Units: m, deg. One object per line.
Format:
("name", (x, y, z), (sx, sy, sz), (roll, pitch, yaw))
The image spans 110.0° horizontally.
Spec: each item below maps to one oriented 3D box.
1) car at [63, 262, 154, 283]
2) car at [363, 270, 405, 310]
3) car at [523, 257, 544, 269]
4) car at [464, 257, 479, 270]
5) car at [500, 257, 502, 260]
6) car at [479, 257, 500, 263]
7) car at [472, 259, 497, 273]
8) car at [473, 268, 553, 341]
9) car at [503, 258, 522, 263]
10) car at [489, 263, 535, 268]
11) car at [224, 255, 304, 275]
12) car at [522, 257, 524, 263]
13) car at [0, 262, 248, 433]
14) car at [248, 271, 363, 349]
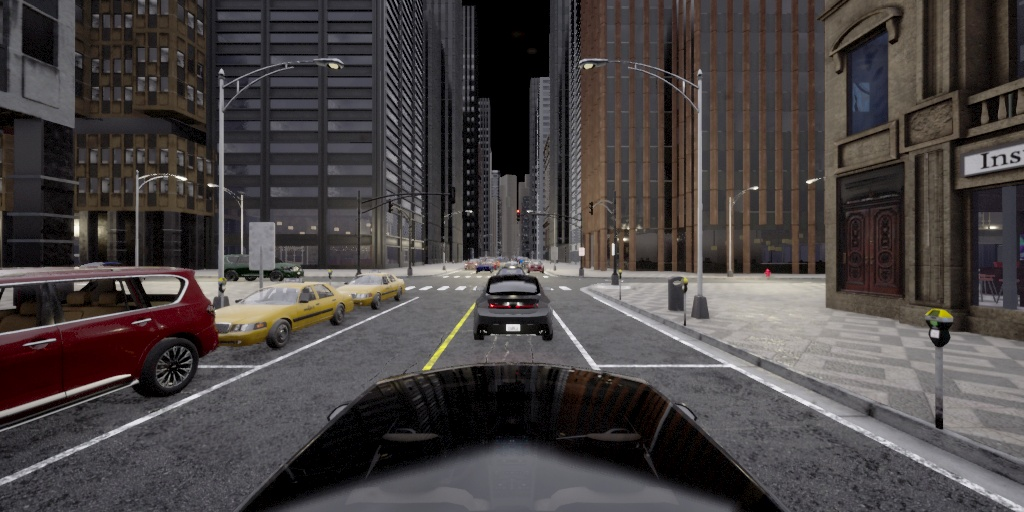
("car", (-29.753, 1.185, 26.532), (4.674, 1.442, 1.812), (0, 0, 0))
("car", (-5.792, 1.276, 14.817), (1.751, 1.417, 4.829), (0, 0, 0))
("car", (2.668, 1.196, 41.801), (1.967, 1.591, 4.097), (0, 0, 0))
("car", (-5.883, 1.199, 52.980), (1.967, 1.591, 4.097), (0, 0, 0))
("car", (-3.213, 1.115, 61.960), (2.097, 1.767, 4.553), (0, 0, 0))
("car", (-3.205, 1.111, 52.010), (2.097, 1.767, 4.553), (0, 0, 0))
("car", (-3.185, 1.357, 42.316), (1.895, 1.301, 4.718), (0, 0, 0))
("car", (0.037, 1.255, 9.909), (1.837, 1.490, 4.892), (0, 0, 0))
("car", (-0.024, 1.305, 47.699), (2.033, 1.411, 5.357), (0, 0, 0))
("car", (-0.043, 1.298, 20.238), (2.033, 1.411, 5.357), (0, 0, 0))
("car", (-18.582, 0.915, 26.652), (5.566, 2.045, 2.150), (0, 0, 1))
("car", (2.628, 1.312, 58.628), (2.007, 1.370, 4.403), (0, 0, 0))
("car", (-5.766, 1.065, 3.784), (2.192, 1.841, 5.009), (0, 0, 0))
("car", (-5.779, 1.276, 9.215), (1.751, 1.417, 4.829), (0, 0, 0))
